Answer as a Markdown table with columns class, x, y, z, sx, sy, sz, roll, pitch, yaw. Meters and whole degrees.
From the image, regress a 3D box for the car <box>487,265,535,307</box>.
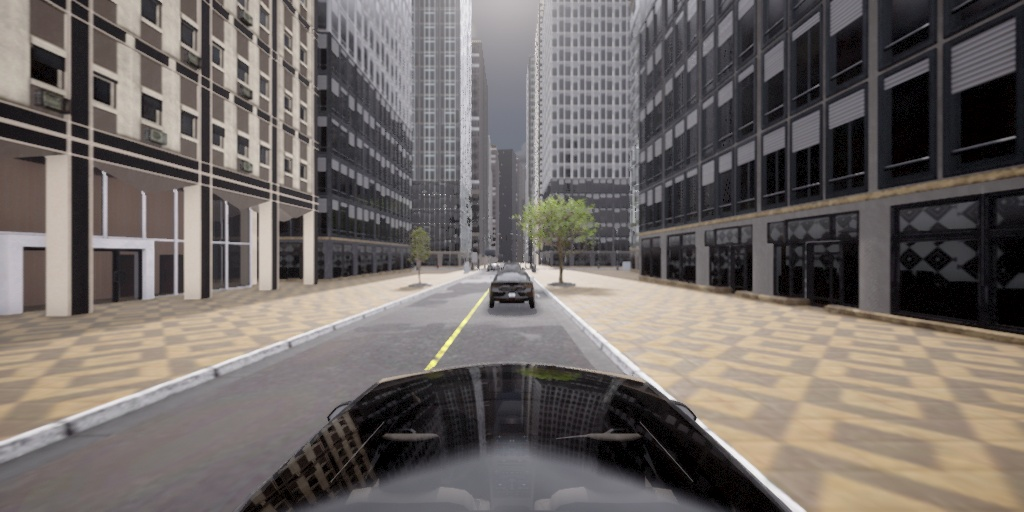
| class | x | y | z | sx | sy | sz | roll | pitch | yaw |
| --- | --- | --- | --- | --- | --- | --- | --- | --- | --- |
| car | 0.003 | 1.368 | 16.323 | 1.882 | 1.535 | 5.008 | 0 | 0 | 0 |

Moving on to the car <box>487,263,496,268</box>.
| class | x | y | z | sx | sy | sz | roll | pitch | yaw |
| --- | --- | --- | --- | --- | --- | --- | --- | --- | --- |
| car | -3.011 | 1.891 | 58.298 | 1.994 | 1.385 | 4.181 | 0 | -1 | 0 |

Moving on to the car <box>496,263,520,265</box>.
| class | x | y | z | sx | sy | sz | roll | pitch | yaw |
| --- | --- | --- | --- | --- | --- | --- | --- | --- | --- |
| car | -0.001 | 1.386 | 30.918 | 2.097 | 1.767 | 4.553 | 0 | -1 | 0 |
